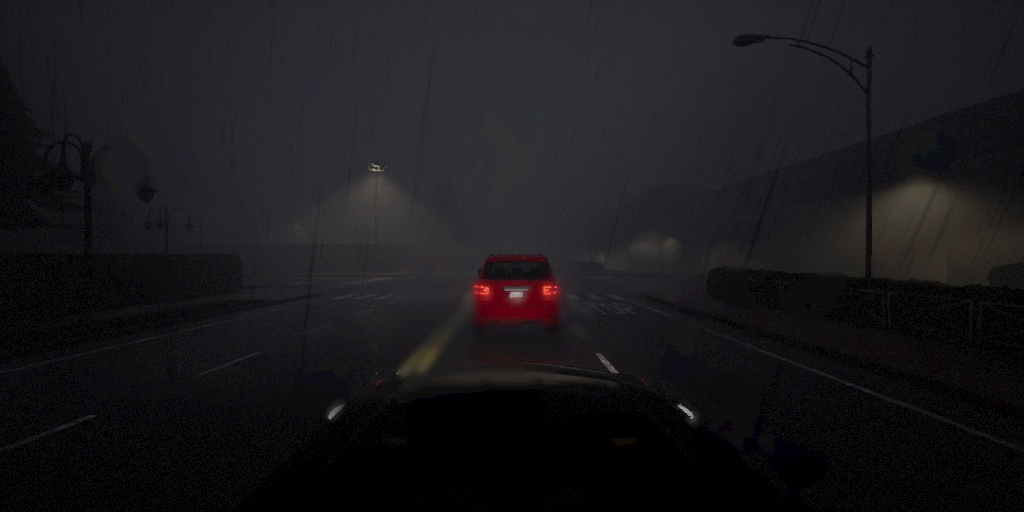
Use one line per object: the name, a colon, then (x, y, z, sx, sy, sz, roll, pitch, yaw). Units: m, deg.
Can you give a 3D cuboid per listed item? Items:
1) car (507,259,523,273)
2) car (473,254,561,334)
car: (0.360, 1.228, 45.602, 1.882, 1.535, 5.008, 0, 0, 1)
car: (0.122, 0.971, 10.749, 2.150, 2.045, 5.566, 0, 0, 0)
